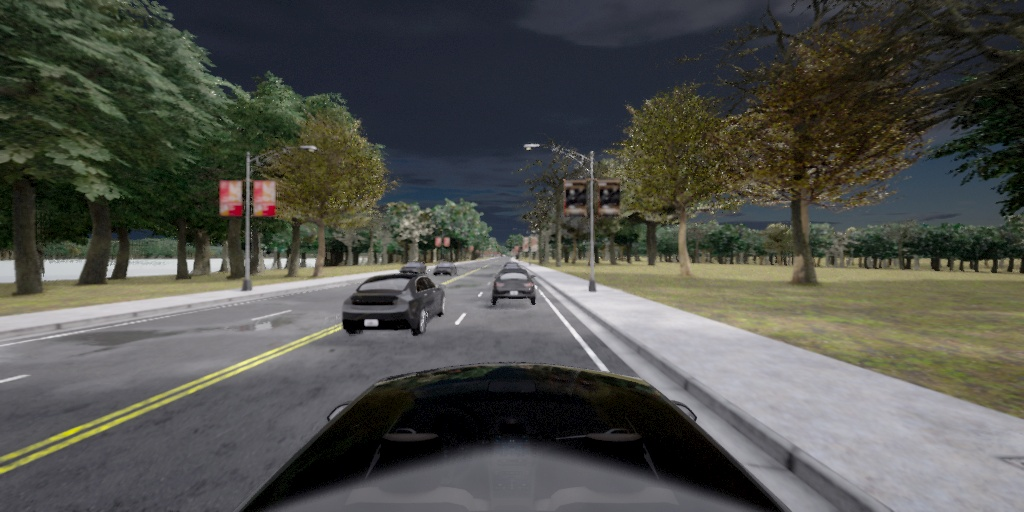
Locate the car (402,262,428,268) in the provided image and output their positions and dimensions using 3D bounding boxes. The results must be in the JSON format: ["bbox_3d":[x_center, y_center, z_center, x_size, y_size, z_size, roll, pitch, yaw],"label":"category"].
[{"bbox_3d":[-9.960,1.332,36.681,2.033,1.411,5.357,0,0,0],"label":"car"}]

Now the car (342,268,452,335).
[{"bbox_3d":[-3.160,1.258,10.467,1.837,1.490,4.892,0,0,0],"label":"car"}]

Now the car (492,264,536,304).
[{"bbox_3d":[0.078,1.284,16.269,1.812,1.442,4.674,0,0,0],"label":"car"}]

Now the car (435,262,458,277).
[{"bbox_3d":[-6.714,1.331,36.764,2.033,1.411,5.357,0,0,0],"label":"car"}]
